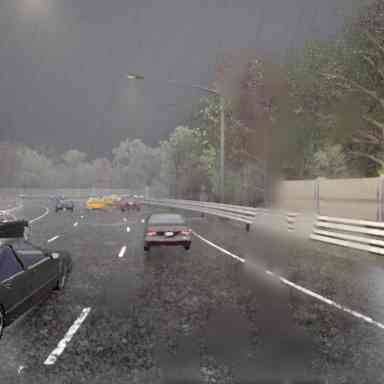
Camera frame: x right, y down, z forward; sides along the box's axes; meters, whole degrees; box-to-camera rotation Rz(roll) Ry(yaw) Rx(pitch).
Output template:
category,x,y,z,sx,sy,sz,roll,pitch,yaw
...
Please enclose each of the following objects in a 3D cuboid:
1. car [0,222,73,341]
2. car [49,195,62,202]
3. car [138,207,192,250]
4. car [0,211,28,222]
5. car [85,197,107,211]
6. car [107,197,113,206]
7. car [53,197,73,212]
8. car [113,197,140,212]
category,x,y,z,sx,sy,sz,roll,pitch,yaw
car,-3.733,1.545,5.888,2.033,1.411,5.357,0,0,-4
car,-31.548,1.475,77.131,1.837,1.490,4.892,0,0,-44
car,-1.166,1.543,14.372,2.033,1.411,5.357,0,0,-8
car,-8.074,1.487,13.237,2.128,1.511,4.902,0,0,-8
car,-11.958,1.464,40.808,1.882,1.535,5.008,0,0,-21
car,-13.489,1.461,52.795,1.882,1.535,5.008,0,0,-25
car,-15.149,1.588,39.441,1.895,1.301,4.718,0,0,-22
car,-7.534,1.339,38.845,2.097,1.767,4.553,0,0,-21
